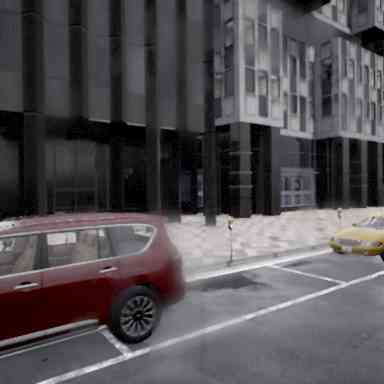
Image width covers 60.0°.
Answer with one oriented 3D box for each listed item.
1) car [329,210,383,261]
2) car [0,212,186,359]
[{"bbox_3d":[6.588,1.322,11.240,4.829,1.417,1.752,-1,1,-34],"label":"car"},{"bbox_3d":[-2.420,1.303,4.805,5.009,1.841,2.192,-1,1,-36],"label":"car"}]
